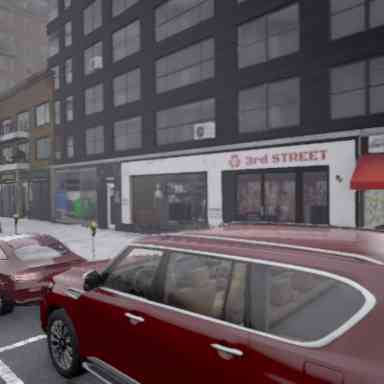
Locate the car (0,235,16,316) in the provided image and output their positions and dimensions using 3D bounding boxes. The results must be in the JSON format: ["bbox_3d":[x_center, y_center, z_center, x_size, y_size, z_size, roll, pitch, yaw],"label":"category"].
[{"bbox_3d":[-3.833,1.586,7.420,4.206,1.307,1.802,-1,1,43],"label":"car"}]

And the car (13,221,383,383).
[{"bbox_3d":[0.219,1.270,3.578,5.009,1.841,2.192,-1,1,43],"label":"car"}]
